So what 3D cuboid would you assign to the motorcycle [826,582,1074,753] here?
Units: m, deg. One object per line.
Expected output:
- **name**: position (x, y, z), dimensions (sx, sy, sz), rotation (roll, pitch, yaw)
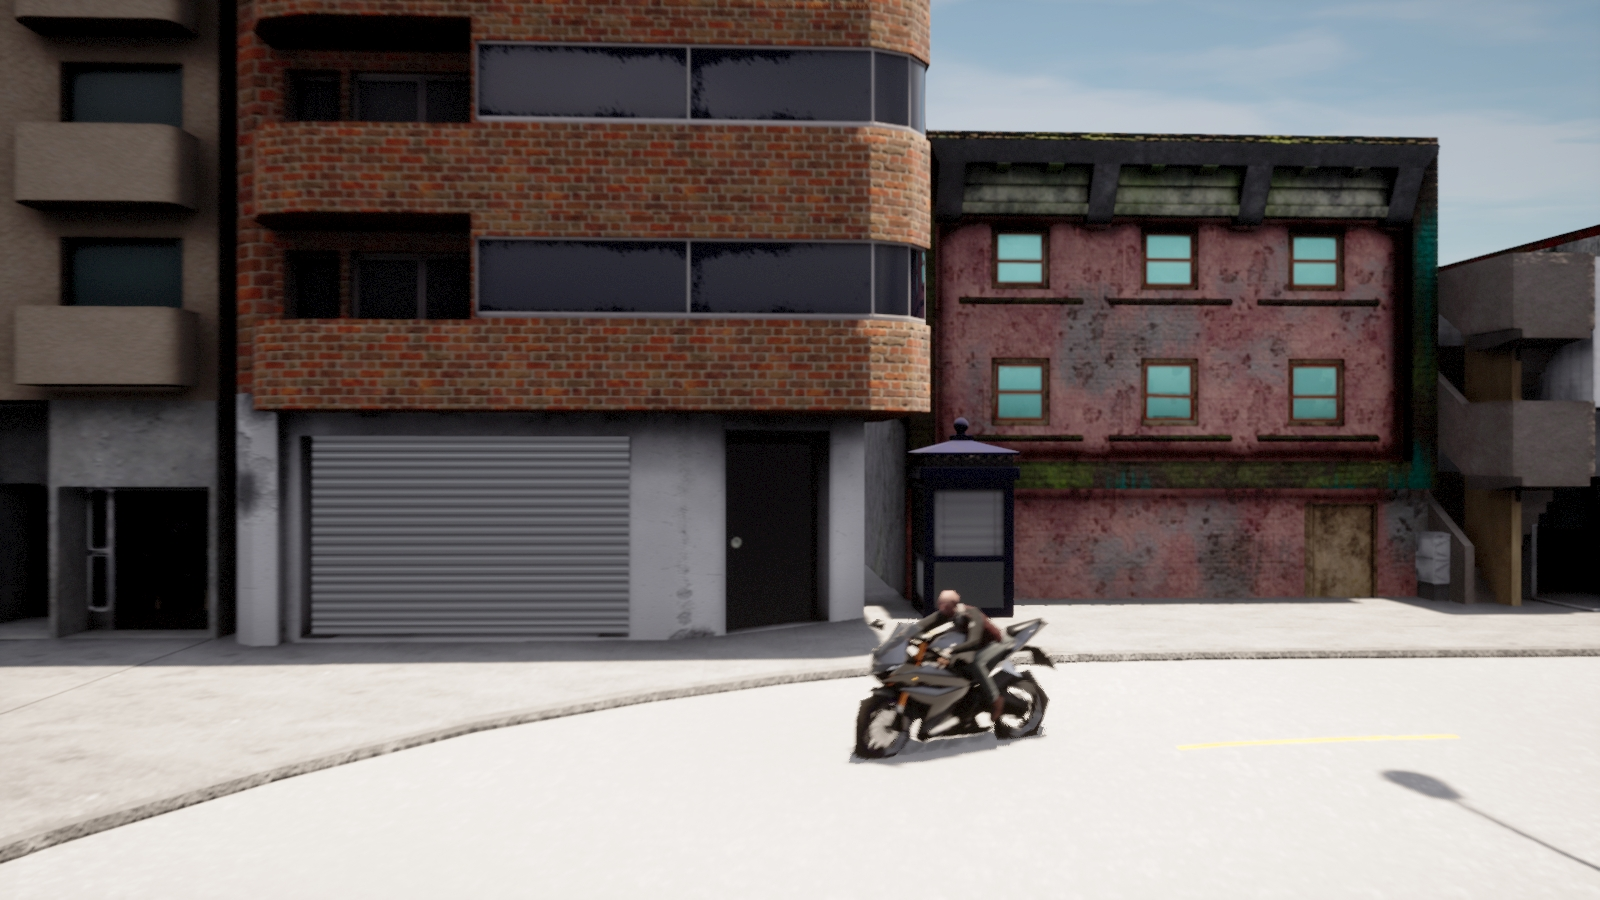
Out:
- **motorcycle**: position (1.434, 1.988, 10.779), dimensions (2.209, 1.251, 0.867), rotation (0, 2, -28)
